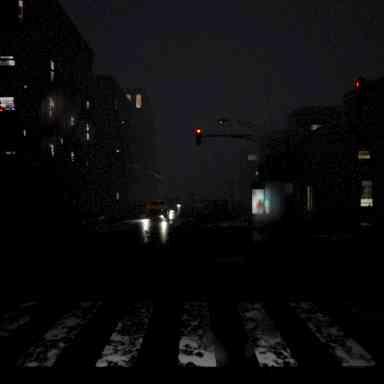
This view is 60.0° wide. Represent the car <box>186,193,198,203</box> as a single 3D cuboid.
[{"bbox_3d":[0.010,1.269,70.594,2.150,2.045,5.566,0,0,0],"label":"car"}]

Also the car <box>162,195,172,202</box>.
[{"bbox_3d":[-5.786,1.497,77.335,1.967,1.590,4.097,0,0,0],"label":"car"}]

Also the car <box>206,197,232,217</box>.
[{"bbox_3d":[2.648,1.446,31.784,1.967,1.590,4.097,0,0,0],"label":"car"}]

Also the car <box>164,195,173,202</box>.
[{"bbox_3d":[-5.791,1.592,82.862,1.752,1.417,4.829,-1,0,0],"label":"car"}]

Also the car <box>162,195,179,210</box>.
[{"bbox_3d":[-3.148,1.506,42.851,2.128,1.511,4.902,0,0,0],"label":"car"}]

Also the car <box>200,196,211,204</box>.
[{"bbox_3d":[2.610,1.591,65.965,2.008,1.369,4.403,-1,0,0],"label":"car"}]

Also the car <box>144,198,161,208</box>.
[{"bbox_3d":[-5.751,1.571,48.853,2.008,1.369,4.403,0,0,0],"label":"car"}]

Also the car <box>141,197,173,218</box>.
[{"bbox_3d":[-3.126,1.483,30.789,1.882,1.535,5.008,0,0,1],"label":"car"}]

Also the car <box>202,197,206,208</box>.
[{"bbox_3d":[2.636,1.597,43.178,1.802,1.307,4.206,0,0,0],"label":"car"}]

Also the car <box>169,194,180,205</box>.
[{"bbox_3d":[-3.113,1.539,60.339,1.837,1.490,4.892,0,0,0],"label":"car"}]

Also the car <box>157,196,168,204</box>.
[{"bbox_3d":[-5.771,1.565,65.773,1.752,1.417,4.829,0,0,0],"label":"car"}]

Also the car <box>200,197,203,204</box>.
[{"bbox_3d":[2.629,1.571,48.875,2.008,1.369,4.403,0,0,0],"label":"car"}]

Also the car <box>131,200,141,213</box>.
[{"bbox_3d":[-5.738,1.561,37.459,2.008,1.369,4.403,0,0,0],"label":"car"}]

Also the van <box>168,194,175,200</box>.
[{"bbox_3d":[-5.806,1.430,94.426,1.690,1.788,3.998,-1,0,0],"label":"van"}]
